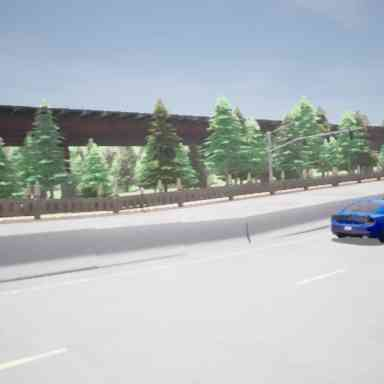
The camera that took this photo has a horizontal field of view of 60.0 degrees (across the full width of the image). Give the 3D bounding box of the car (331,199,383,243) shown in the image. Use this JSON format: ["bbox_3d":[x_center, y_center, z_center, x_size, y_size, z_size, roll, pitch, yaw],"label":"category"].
[{"bbox_3d":[7.758,1.037,13.734,5.008,1.535,1.882,-4,3,-36],"label":"car"}]
